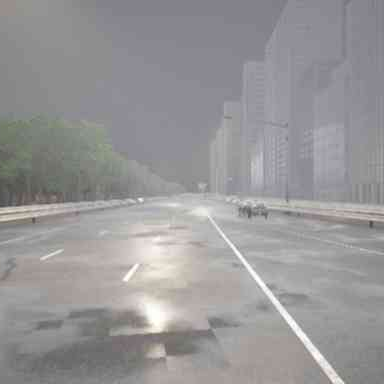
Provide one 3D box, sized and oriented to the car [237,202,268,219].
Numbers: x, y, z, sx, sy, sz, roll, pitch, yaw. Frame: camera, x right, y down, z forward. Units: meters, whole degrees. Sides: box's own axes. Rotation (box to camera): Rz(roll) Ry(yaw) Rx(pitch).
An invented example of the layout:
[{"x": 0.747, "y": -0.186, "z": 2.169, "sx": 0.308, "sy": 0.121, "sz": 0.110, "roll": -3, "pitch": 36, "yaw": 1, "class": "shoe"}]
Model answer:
[{"x": 5.765, "y": 1.745, "z": 32.069, "sx": 2.128, "sy": 1.511, "sz": 4.902, "roll": 0, "pitch": 0, "yaw": -8, "class": "car"}]
